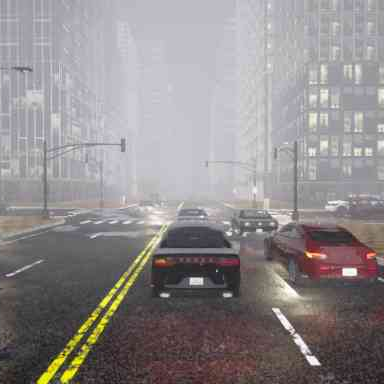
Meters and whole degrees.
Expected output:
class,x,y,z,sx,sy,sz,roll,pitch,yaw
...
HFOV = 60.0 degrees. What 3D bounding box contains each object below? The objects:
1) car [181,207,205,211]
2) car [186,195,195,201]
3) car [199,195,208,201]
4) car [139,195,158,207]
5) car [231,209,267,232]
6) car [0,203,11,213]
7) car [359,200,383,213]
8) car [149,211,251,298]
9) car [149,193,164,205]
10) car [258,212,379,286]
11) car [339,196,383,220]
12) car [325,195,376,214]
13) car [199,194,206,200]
class,x,y,z,sx,sy,sz,roll,pitch,yaw
car,0.033,1.538,18.362,2.033,1.411,5.357,0,0,0
car,-0.286,1.426,80.946,1.837,1.490,4.892,0,0,0
car,2.961,1.449,81.943,2.128,1.511,4.902,0,0,0
car,-6.770,1.528,50.633,1.994,1.385,4.181,0,0,0
car,3.285,1.591,18.426,1.895,1.301,4.718,0,0,0
car,-20.095,1.365,32.230,4.674,1.442,1.812,1,1,1
car,21.677,1.643,37.478,4.829,1.417,1.752,1,0,1
car,0.065,1.474,8.541,1.882,1.535,5.008,0,0,0
car,-6.787,1.176,59.666,2.150,2.045,5.566,0,0,0
car,3.317,1.521,9.307,1.812,1.442,4.674,0,0,0
car,16.098,1.519,29.172,5.009,1.841,2.192,1,0,1
car,17.043,1.341,34.940,5.566,2.045,2.150,1,1,1
car,2.925,1.432,91.806,1.812,1.442,4.674,0,0,0
